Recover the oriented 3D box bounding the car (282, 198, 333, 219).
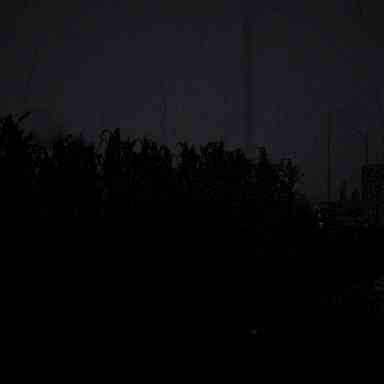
[{"bbox_3d":[9.017,1.291,27.049,2.097,1.767,4.553,0,0,-36],"label":"car"}]
